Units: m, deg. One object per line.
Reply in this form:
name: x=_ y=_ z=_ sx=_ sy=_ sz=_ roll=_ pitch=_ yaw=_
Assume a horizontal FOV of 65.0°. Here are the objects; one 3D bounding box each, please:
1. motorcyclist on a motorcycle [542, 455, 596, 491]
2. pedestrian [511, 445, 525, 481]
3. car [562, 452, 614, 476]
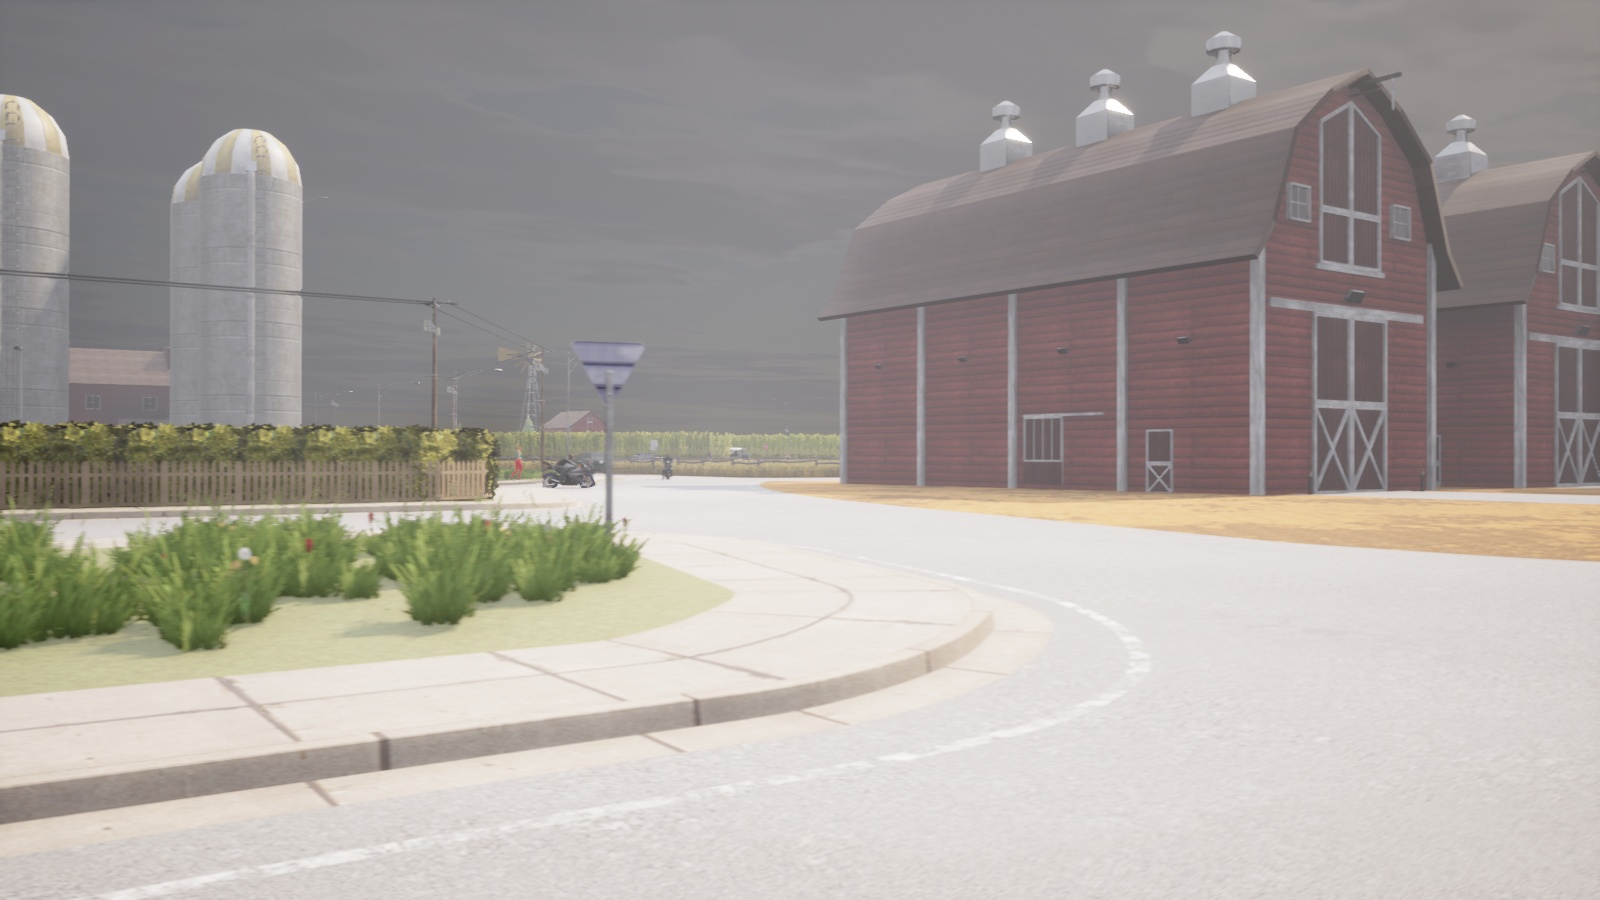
motorcyclist on a motorcycle: x=-9.814 y=0.977 z=53.452 sx=2.191 sy=1.530 sz=0.866 roll=0 pitch=0 yaw=-3
pedestrian: x=-14.469 y=0.671 z=64.420 sx=0.594 sy=1.836 sz=0.345 roll=0 pitch=0 yaw=-34
car: x=-15.972 y=1.006 z=94.424 sx=2.097 sy=1.767 sz=4.553 roll=0 pitch=0 yaw=-35
